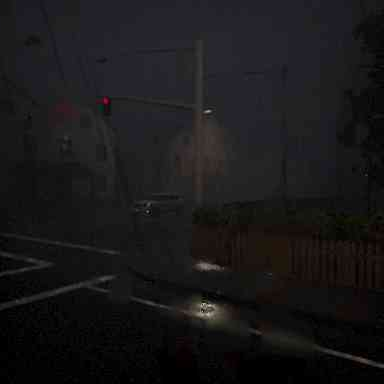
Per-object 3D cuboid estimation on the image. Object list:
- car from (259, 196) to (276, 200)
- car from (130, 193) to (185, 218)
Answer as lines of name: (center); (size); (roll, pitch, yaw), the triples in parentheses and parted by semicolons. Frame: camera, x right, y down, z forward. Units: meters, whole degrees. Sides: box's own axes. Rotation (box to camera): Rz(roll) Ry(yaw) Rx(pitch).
car: (11.153, 1.380, 49.031); (1.837, 1.490, 4.892); (0, 0, 35)
car: (-2.828, 1.097, 28.847); (2.150, 2.045, 5.566); (0, 0, 35)
